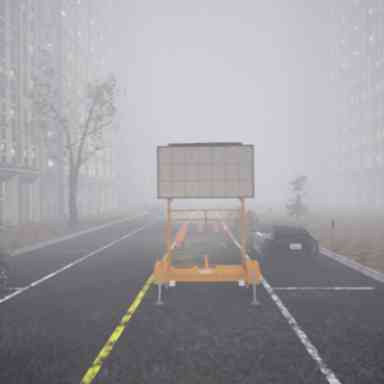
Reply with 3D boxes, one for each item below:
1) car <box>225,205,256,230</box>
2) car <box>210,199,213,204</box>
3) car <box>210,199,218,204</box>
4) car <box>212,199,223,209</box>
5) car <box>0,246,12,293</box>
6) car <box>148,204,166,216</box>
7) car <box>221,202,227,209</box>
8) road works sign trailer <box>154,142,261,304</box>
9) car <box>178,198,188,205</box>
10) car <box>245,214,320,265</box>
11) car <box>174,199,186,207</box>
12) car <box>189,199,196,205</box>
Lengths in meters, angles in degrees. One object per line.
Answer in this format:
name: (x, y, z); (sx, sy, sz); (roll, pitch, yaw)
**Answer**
car: (3.568, 1.801, 23.256); (1.887, 1.381, 4.507); (-1, -1, 2)
car: (5.364, 2.413, 74.006); (2.008, 1.369, 4.403); (-1, -1, 2)
car: (5.962, 2.609, 90.922); (2.008, 1.369, 4.403); (-1, -1, 2)
car: (4.565, 2.140, 51.451); (1.887, 1.381, 4.507); (-1, -1, 2)
car: (-5.406, 1.709, 6.632); (1.947, 1.339, 4.313); (-1, -1, 2)
car: (-4.209, 2.103, 40.457); (2.008, 1.369, 4.403); (-1, -1, 2)
car: (3.773, 1.852, 29.065); (1.752, 1.417, 4.829); (-1, -1, 2)
road works sign trailer: (0.346, 0.568, 8.354); (2.380, 3.560, 2.880); (-1, -1, 2)
car: (-2.419, 2.466, 91.197); (2.192, 1.841, 5.009); (-1, -1, 2)
car: (3.169, 1.685, 11.979); (1.947, 1.339, 4.313); (-1, -1, 2)
car: (-3.018, 2.477, 74.113); (1.752, 1.417, 4.829); (-1, -1, 2)
car: (0.148, 2.569, 87.304); (2.128, 1.511, 4.902); (-1, -1, 2)
